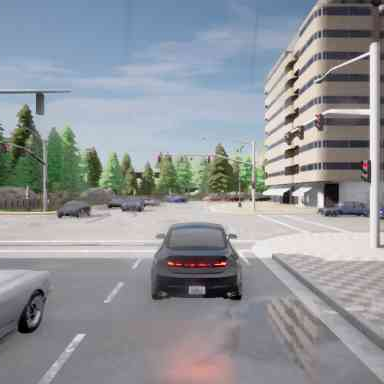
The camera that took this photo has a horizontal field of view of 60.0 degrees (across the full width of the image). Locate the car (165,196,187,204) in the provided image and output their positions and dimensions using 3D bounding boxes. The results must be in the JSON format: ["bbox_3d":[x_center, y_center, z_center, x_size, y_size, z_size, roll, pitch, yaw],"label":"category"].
[{"bbox_3d":[-2.692,1.478,64.403,1.882,1.535,5.008,0,0,26],"label":"car"}]

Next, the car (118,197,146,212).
[{"bbox_3d":[-6.733,1.351,37.787,2.097,1.767,4.553,0,0,-4],"label":"car"}]

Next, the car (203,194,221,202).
[{"bbox_3d":[4.445,1.355,74.923,2.097,1.767,4.553,0,0,42],"label":"car"}]

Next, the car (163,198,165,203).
[{"bbox_3d":[-4.217,1.547,69.336,2.033,1.411,5.357,0,0,31],"label":"car"}]

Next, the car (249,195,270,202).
[{"bbox_3d":[15.170,1.595,74.804,4.718,1.301,1.895,0,0,-33],"label":"car"}]

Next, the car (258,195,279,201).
[{"bbox_3d":[18.493,1.500,80.591,4.892,1.490,1.837,0,0,-22],"label":"car"}]

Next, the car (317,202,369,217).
[{"bbox_3d":[14.595,1.603,31.027,5.357,1.411,2.033,0,0,0],"label":"car"}]

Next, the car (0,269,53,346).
[{"bbox_3d":[-3.427,1.601,3.832,1.895,1.301,4.718,0,0,0],"label":"car"}]

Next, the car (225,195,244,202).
[{"bbox_3d":[9.696,1.478,75.074,5.008,1.535,1.882,0,0,-41],"label":"car"}]

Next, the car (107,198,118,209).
[{"bbox_3d":[-10.266,1.547,46.537,2.033,1.411,5.357,0,0,3],"label":"car"}]

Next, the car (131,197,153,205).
[{"bbox_3d":[-8.692,1.601,58.155,1.895,1.301,4.718,0,0,16],"label":"car"}]

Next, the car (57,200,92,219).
[{"bbox_3d":[-10.541,1.549,30.058,1.837,1.490,4.892,0,0,0],"label":"car"}]

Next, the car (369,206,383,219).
[{"bbox_3d":[17.692,1.581,27.518,4.674,1.442,1.812,0,0,0],"label":"car"}]

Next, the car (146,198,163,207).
[{"bbox_3d":[-6.345,1.601,51.533,1.895,1.301,4.718,0,0,7],"label":"car"}]

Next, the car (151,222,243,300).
[{"bbox_3d":[0.114,1.505,8.354,1.837,1.490,4.892,0,0,1],"label":"car"}]
